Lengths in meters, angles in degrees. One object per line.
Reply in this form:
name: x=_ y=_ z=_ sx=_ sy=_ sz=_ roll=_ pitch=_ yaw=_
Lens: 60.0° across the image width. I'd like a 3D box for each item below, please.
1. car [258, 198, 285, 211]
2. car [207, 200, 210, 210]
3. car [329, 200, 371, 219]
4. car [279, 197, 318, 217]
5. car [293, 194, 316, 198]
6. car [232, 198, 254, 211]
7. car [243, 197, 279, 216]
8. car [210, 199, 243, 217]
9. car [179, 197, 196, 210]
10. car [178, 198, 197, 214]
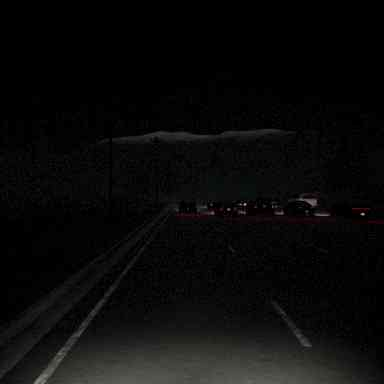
car: x=9.960 y=1.492 z=41.907 sx=2.128 sy=1.511 sz=4.902 roll=0 pitch=0 yaw=-1
car: x=2.941 y=1.601 z=42.996 sx=1.895 sy=1.301 sz=4.718 roll=0 pitch=0 yaw=-1
car: x=13.661 y=1.506 z=29.082 sx=1.837 sy=1.490 sz=4.892 roll=0 pitch=0 yaw=-1
car: x=10.118 y=1.526 z=31.694 sx=1.812 sy=1.442 sz=4.674 roll=0 pitch=0 yaw=-1
car: x=13.484 y=1.221 z=40.793 sx=2.150 sy=2.045 sz=5.566 roll=0 pitch=0 yaw=-1
car: x=6.449 y=1.547 z=42.616 sx=2.033 sy=1.411 sz=5.357 roll=0 pitch=0 yaw=-1
car: x=6.602 y=1.352 z=32.669 sx=2.097 sy=1.767 sz=4.553 roll=0 pitch=0 yaw=-1
car: x=3.127 y=1.548 z=31.375 sx=2.033 sy=1.411 sz=5.357 roll=0 pitch=0 yaw=-1
car: x=-0.592 y=1.491 z=44.980 sx=2.128 sy=1.511 sz=4.902 roll=0 pitch=0 yaw=-1
car: x=-0.441 y=1.492 z=35.567 sx=2.128 sy=1.511 sz=4.902 roll=0 pitch=0 yaw=-1
